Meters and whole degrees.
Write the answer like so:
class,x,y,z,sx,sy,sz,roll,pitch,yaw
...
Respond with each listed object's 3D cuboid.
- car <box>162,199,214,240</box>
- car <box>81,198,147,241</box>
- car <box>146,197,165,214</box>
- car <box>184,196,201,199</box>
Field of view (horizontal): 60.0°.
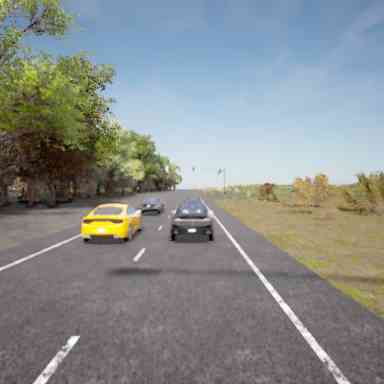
class,x,y,z,sx,sy,sz,roll,pitch,yaw
car,0.011,1.281,15.523,2.128,1.511,4.902,0,1,0
car,-3.489,1.270,15.318,1.882,1.535,5.008,0,1,0
car,-3.460,1.150,29.162,2.033,1.411,5.357,0,1,0
car,0.068,1.100,33.969,1.994,1.385,4.181,0,1,0
